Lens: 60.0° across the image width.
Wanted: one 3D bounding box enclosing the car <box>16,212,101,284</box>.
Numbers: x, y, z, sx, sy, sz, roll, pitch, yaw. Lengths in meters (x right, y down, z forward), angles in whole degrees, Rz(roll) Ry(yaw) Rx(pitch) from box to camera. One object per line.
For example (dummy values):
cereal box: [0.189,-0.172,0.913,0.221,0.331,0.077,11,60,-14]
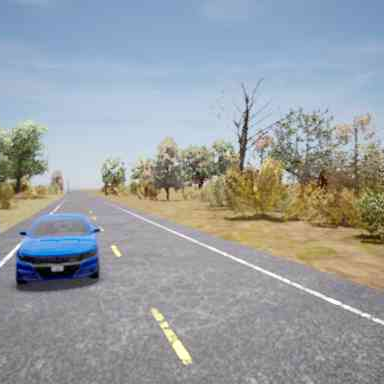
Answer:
car: [-3.778,1.400,9.704,1.882,1.535,5.008,0,1,-19]
